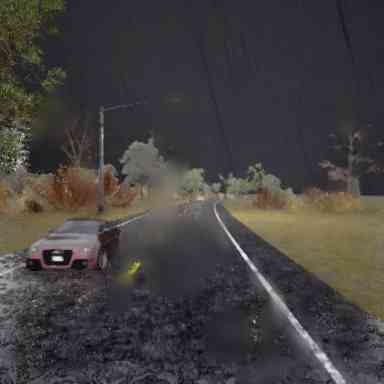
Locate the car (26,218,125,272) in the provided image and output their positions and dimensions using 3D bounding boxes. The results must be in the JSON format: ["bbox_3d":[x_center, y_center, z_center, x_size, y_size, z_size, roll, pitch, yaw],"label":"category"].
[{"bbox_3d":[-3.497,1.561,10.705,1.994,1.385,4.181,0,0,1],"label":"car"}]

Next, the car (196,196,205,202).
[{"bbox_3d":[2.048,1.683,78.024,1.812,1.442,4.674,0,0,6],"label":"car"}]
